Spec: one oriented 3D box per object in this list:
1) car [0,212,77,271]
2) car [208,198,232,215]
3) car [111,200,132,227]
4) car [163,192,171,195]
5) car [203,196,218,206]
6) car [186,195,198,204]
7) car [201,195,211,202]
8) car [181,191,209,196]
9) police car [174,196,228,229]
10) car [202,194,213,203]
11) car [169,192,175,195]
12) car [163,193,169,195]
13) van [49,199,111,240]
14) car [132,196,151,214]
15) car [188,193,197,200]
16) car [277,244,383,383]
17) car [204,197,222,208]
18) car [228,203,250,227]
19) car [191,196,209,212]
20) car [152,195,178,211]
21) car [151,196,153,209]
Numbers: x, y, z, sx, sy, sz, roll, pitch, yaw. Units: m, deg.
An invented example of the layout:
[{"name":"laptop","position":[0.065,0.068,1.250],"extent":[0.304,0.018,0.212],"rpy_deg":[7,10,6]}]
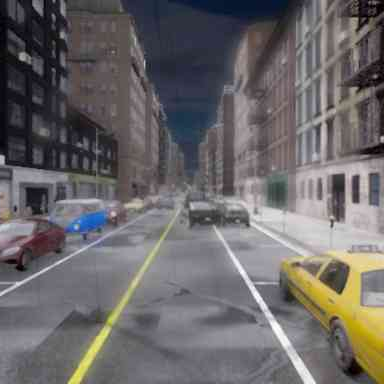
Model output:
[{"name":"car","position":[-5.383,1.518,10.615],"extent":[1.802,1.307,4.206],"rpy_deg":[0,0,0]},{"name":"car","position":[2.653,1.356,32.251],"extent":[2.008,1.369,4.403],"rpy_deg":[0,0,0]},{"name":"car","position":[-5.378,1.311,21.439],"extent":[1.967,1.590,4.097],"rpy_deg":[0,0,0]},{"name":"car","position":[-5.358,1.185,59.328],"extent":[2.008,1.369,4.403],"rpy_deg":[0,0,0]},{"name":"car","position":[2.661,1.272,48.489],"extent":[1.947,1.339,4.313],"rpy_deg":[0,0,0]},{"name":"car","position":[0.028,1.204,56.160],"extent":[2.033,1.411,5.357],"rpy_deg":[0,0,0]},{"name":"car","position":[2.669,1.181,64.728],"extent":[1.802,1.307,4.206],"rpy_deg":[0,0,0]},{"name":"car","position":[0.497,1.035,31.024],"extent":[2.150,2.045,5.566],"rpy_deg":[0,0,2]},{"name":"police car","position":[0.391,1.299,20.940],"extent":[1.930,1.638,5.238],"rpy_deg":[0,0,-11]},{"name":"car","position":[2.667,1.160,59.485],"extent":[1.752,1.417,4.829],"rpy_deg":[0,0,0]},{"name":"car","position":[-5.353,0.877,70.151],"extent":[2.192,1.841,5.009],"rpy_deg":[0,0,0]},{"name":"car","position":[-5.361,1.221,53.915],"extent":[2.008,1.369,4.403],"rpy_deg":[0,0,0]},{"name":"van","position":[-5.381,1.244,16.026],"extent":[1.690,1.788,3.998],"rpy_deg":[0,0,0]},{"name":"car","position":[-5.373,1.331,32.094],"extent":[1.752,1.417,4.829],"rpy_deg":[0,0,0]},{"name":"car","position":[0.035,0.917,71.499],"extent":[1.812,1.442,4.674],"rpy_deg":[0,0,0]},{"name":"car","position":[2.639,1.493,5.358],"extent":[1.752,1.417,4.829],"rpy_deg":[0,0,0]},{"name":"car","position":[2.658,1.306,43.076],"extent":[1.947,1.339,4.313],"rpy_deg":[0,0,0]},{"name":"car","position":[2.647,1.422,21.426],"extent":[2.008,1.369,4.403],"rpy_deg":[0,0,0]},{"name":"car","position":[0.843,1.255,36.955],"extent":[1.882,1.535,5.008],"rpy_deg":[0,0,0]},{"name":"car","position":[-2.830,1.324,36.926],"extent":[2.033,1.411,5.357],"rpy_deg":[0,0,0]},{"name":"car","position":[-5.370,1.338,37.677],"extent":[1.947,1.339,4.313],"rpy_deg":[0,0,0]}]
